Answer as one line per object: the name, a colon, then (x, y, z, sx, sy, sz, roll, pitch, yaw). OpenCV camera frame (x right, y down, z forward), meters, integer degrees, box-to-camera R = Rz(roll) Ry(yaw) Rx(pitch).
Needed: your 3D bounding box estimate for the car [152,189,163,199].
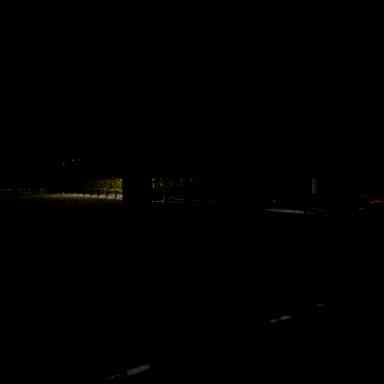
car: (-6.497, 0.421, 50.174, 1.812, 1.442, 4.674, -1, 1, -35)

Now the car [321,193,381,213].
car: (13.387, 0.872, 28.269, 1.882, 1.535, 5.008, 0, 1, -33)

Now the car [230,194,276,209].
car: (5.937, 0.881, 32.702, 1.895, 1.301, 4.718, -1, 1, -35)

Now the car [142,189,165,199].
car: (-6.554, 0.297, 56.463, 1.812, 1.442, 4.674, -1, 1, -35)
